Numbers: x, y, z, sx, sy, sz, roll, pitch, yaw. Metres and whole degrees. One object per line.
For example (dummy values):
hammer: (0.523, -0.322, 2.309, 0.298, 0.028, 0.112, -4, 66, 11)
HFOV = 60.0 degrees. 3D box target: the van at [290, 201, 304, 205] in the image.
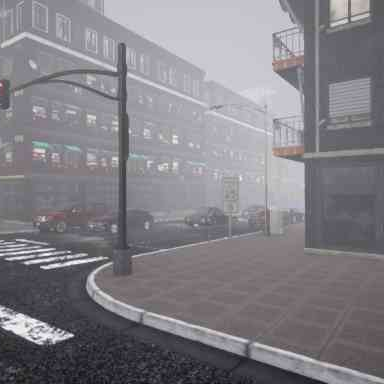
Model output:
van: (18.602, 2.463, 58.776, 1.690, 1.788, 3.998, -2, -2, 35)

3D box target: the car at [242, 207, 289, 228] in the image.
car: (5.822, 2.048, 26.132, 1.802, 1.307, 4.206, -2, -2, 35)

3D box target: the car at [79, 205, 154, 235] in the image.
car: (-4.498, 1.814, 21.461, 1.837, 1.490, 4.892, 0, -1, 35)

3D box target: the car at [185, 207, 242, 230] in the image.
car: (1.560, 2.006, 24.469, 1.895, 1.301, 4.718, 0, -1, 35)

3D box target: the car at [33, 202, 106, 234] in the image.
car: (-7.585, 1.603, 21.603, 2.192, 1.841, 5.009, -1, -2, 35)

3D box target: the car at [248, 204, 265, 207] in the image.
car: (7.338, 2.189, 38.237, 1.837, 1.490, 4.892, 0, -1, 36)

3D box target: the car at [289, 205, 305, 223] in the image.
car: (9.096, 2.120, 30.780, 2.008, 1.369, 4.403, -2, -2, 35)
